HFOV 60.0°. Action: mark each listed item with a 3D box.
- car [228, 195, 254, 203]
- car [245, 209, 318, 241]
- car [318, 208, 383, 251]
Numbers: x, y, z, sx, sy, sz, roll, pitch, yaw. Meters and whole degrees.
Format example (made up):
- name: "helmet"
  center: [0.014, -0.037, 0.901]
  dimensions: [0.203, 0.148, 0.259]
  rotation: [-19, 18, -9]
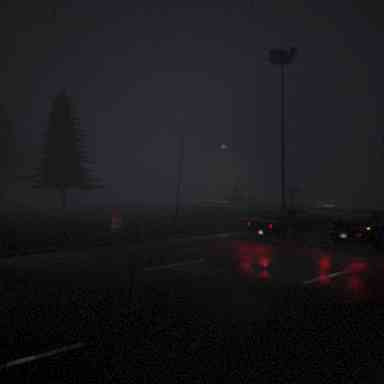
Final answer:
- name: "car"
  center: [8.362, 1.141, 56.875]
  dimensions: [1.895, 1.301, 4.718]
  rotation: [-1, 0, -34]
- name: "car"
  center: [4.824, 1.450, 15.834]
  dimensions: [4.718, 1.301, 1.895]
  rotation: [-1, 0, -35]
- name: "car"
  center: [7.349, 1.368, 13.333]
  dimensions: [4.674, 1.442, 1.812]
  rotation: [-1, 0, -35]
